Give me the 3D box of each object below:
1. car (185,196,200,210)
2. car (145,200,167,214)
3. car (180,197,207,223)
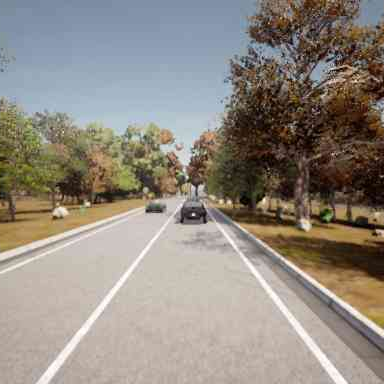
[{"bbox_3d":[0.091,1.345,42.232,1.837,1.490,4.892,0,1,0],"label":"car"},{"bbox_3d":[-3.600,1.490,33.777,1.895,1.301,4.718,0,0,0],"label":"car"},{"bbox_3d":[0.095,1.404,25.157,1.882,1.535,5.008,0,0,0],"label":"car"}]
